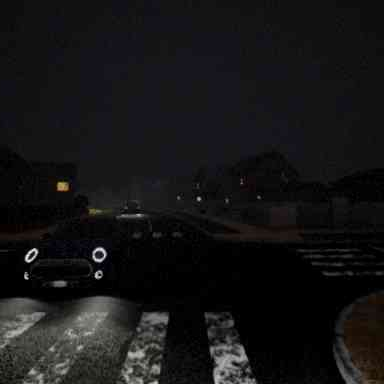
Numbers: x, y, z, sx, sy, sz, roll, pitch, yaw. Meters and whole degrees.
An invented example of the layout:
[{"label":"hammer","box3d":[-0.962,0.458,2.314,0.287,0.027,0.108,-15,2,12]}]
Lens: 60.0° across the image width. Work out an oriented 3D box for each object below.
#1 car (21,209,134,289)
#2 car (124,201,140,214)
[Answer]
[{"label":"car","box3d":[-3.098,1.531,9.745,2.097,1.767,4.553,0,-1,-3]},{"label":"car","box3d":[-8.169,2.058,45.039,2.097,1.767,4.553,0,-1,-13]}]
